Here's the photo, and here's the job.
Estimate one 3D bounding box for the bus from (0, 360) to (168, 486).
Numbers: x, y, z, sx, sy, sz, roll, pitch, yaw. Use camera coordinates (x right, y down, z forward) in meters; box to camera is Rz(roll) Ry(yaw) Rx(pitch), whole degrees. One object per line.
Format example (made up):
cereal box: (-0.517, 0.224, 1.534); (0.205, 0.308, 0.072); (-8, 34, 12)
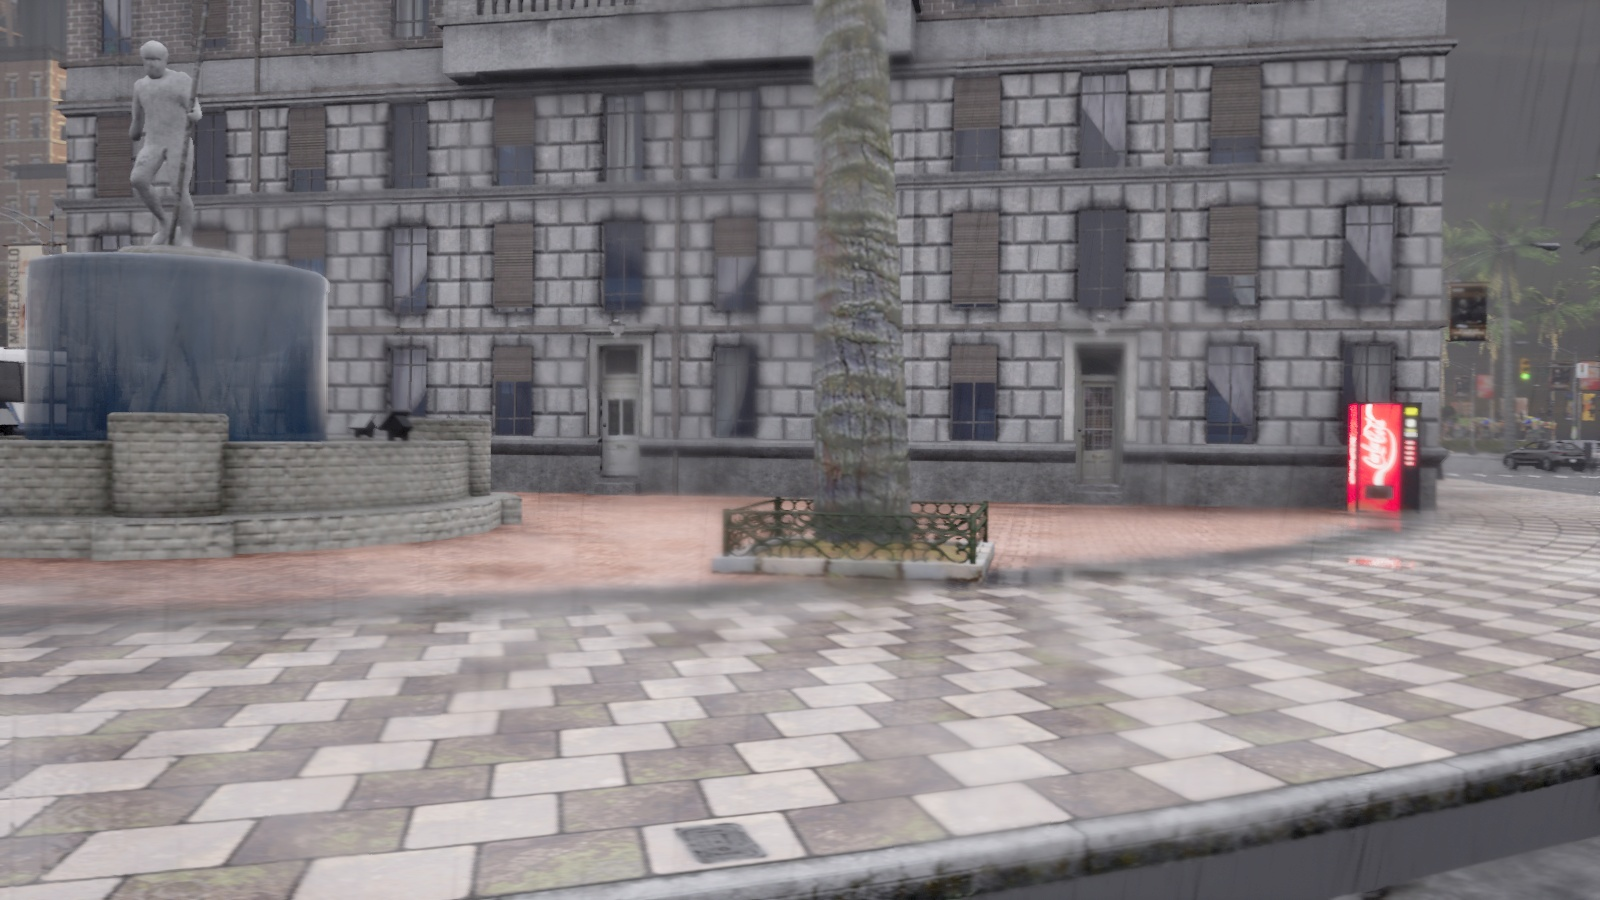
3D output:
bus: (-28.345, -0.939, 45.723); (3.944, 4.253, 10.273); (0, 1, 11)

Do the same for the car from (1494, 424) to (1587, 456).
car: (36.211, -0.513, 61.513); (1.816, 1.474, 4.193); (-1, 1, -5)
